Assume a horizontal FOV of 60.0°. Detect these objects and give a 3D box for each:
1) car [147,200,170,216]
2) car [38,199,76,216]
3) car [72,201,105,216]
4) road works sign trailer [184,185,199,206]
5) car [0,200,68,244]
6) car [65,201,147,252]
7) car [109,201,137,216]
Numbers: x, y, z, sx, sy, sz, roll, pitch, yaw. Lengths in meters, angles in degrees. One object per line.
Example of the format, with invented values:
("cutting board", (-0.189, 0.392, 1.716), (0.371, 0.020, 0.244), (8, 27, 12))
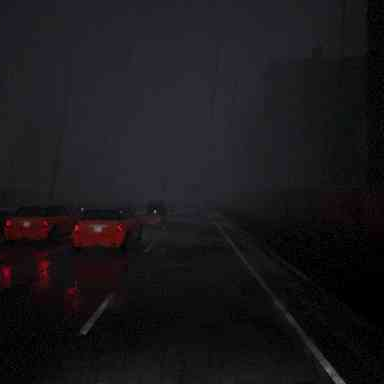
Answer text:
("car", (-3.401, 1.560, 33.108), (1.837, 1.490, 4.892), (0, 0, 0))
("car", (-13.885, 1.536, 34.611), (1.882, 1.535, 5.008), (0, 0, 0))
("car", (-10.401, 1.620, 33.674), (1.994, 1.385, 4.181), (0, 0, 0))
("road works sign trailer", (-0.001, 0.559, 57.044), (2.380, 3.560, 2.880), (0, 0, 0))
("car", (-6.901, 1.379, 16.005), (2.097, 1.767, 4.553), (0, 0, 0))
("car", (-3.400, 1.376, 14.127), (2.097, 1.767, 4.553), (0, 0, 0))
("car", (-6.901, 1.620, 33.674), (1.994, 1.385, 4.181), (0, 0, 0))
